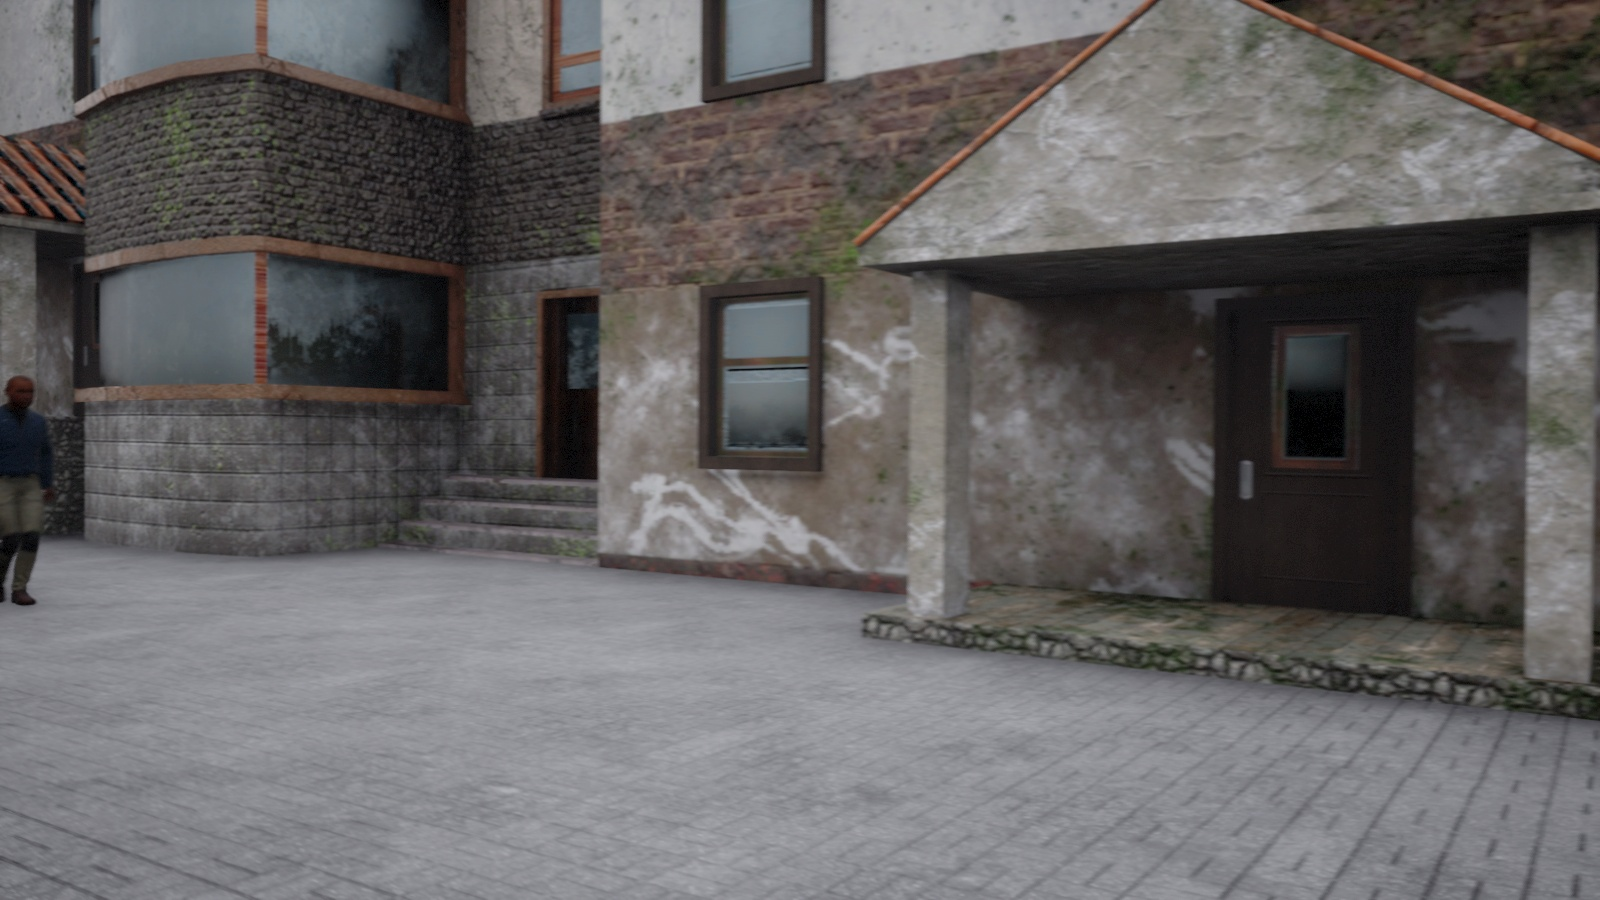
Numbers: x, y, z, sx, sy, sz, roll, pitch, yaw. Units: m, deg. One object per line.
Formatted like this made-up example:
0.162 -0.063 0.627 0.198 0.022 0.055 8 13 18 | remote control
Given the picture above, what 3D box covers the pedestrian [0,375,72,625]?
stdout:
-5.920 0.362 9.596 0.726 1.835 0.370 0 1 40 | pedestrian
